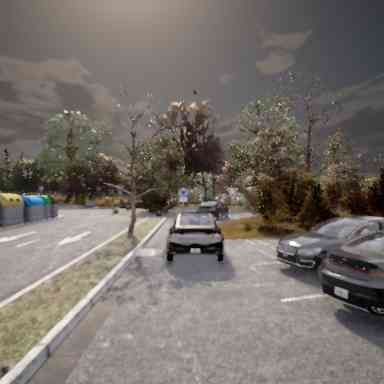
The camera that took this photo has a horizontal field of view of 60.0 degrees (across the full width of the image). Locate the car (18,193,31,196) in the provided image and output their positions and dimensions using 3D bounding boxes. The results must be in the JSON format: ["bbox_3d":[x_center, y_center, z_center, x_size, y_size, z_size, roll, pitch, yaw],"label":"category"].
[{"bbox_3d":[-24.378,1.364,45.987,2.435,2.045,5.566,1,-3,-19],"label":"car"}]

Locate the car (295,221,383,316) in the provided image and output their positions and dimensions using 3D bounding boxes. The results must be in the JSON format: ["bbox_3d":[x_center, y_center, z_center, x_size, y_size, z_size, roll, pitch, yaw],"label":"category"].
[{"bbox_3d":[4.824,1.482,6.524,4.892,1.521,2.231,1,0,-20],"label":"car"}]

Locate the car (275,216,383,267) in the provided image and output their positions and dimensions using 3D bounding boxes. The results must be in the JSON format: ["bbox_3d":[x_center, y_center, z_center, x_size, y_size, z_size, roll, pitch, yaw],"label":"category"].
[{"bbox_3d":[4.836,1.478,9.918,4.892,1.521,2.231,1,0,-20],"label":"car"}]

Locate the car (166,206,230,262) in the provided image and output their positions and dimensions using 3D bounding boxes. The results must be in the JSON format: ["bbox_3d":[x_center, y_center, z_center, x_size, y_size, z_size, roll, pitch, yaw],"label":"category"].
[{"bbox_3d":[0.101,1.479,12.061,2.128,1.511,4.902,0,0,0],"label":"car"}]

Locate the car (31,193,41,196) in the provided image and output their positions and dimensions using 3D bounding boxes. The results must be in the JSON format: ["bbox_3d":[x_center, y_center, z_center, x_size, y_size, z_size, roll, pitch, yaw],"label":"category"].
[{"bbox_3d":[-25.664,0.850,52.768,4.892,1.490,1.837,4,-2,2],"label":"car"}]

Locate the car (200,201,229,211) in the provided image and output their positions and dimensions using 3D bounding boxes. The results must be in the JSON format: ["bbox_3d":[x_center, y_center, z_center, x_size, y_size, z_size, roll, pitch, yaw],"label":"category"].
[{"bbox_3d":[1.899,1.527,28.606,1.837,1.490,4.892,0,-1,20],"label":"car"}]
